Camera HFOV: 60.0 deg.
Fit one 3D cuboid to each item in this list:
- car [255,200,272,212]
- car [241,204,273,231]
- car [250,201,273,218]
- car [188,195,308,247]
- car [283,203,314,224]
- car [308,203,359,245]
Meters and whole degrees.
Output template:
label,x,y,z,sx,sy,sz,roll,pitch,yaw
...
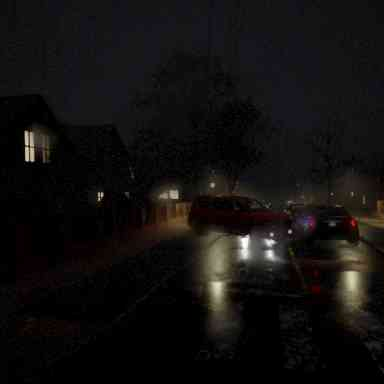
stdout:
label,x,y,z,sx,sy,sz,roll,pitch,yaw
car,8.962,1.685,41.655,1.895,1.301,4.718,-1,0,13
car,4.376,1.588,21.935,1.812,1.442,4.674,-1,0,13
car,6.615,1.637,31.646,1.994,1.385,4.181,-1,0,13
car,2.181,1.220,15.678,2.150,2.045,5.566,1,1,-42
car,8.120,1.584,25.664,1.994,1.385,4.181,-1,0,13
car,6.102,1.355,15.648,2.097,1.767,4.553,-1,0,10
